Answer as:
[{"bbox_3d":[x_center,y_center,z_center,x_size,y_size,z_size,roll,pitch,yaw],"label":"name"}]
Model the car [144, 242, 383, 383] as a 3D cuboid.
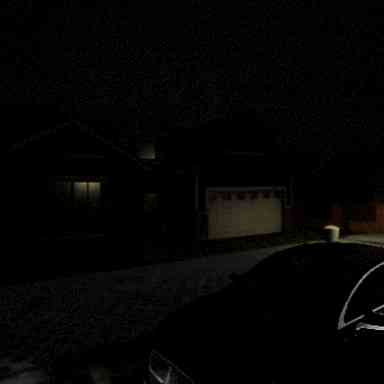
[{"bbox_3d":[1.747,1.501,4.314,4.892,1.490,1.837,0,0,-35],"label":"car"}]
